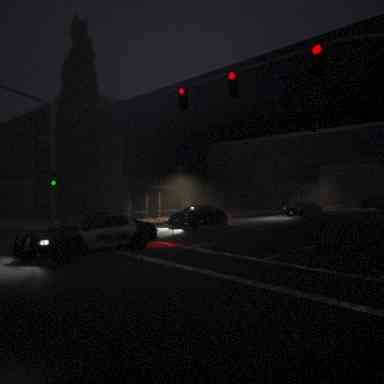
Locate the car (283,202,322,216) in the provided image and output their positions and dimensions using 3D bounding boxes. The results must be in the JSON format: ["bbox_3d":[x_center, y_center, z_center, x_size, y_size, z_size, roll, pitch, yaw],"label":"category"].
[{"bbox_3d":[10.668,1.598,32.068,1.895,1.301,4.718,0,0,45],"label":"car"}]

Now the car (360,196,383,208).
[{"bbox_3d":[25.319,1.357,46.761,2.097,1.767,4.553,0,0,45],"label":"car"}]

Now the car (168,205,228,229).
[{"bbox_3d":[0.469,1.561,21.742,1.994,1.385,4.181,0,0,45],"label":"car"}]

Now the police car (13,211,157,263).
[{"bbox_3d":[-3.692,1.507,12.163,2.038,1.542,4.974,0,0,42],"label":"police car"}]
